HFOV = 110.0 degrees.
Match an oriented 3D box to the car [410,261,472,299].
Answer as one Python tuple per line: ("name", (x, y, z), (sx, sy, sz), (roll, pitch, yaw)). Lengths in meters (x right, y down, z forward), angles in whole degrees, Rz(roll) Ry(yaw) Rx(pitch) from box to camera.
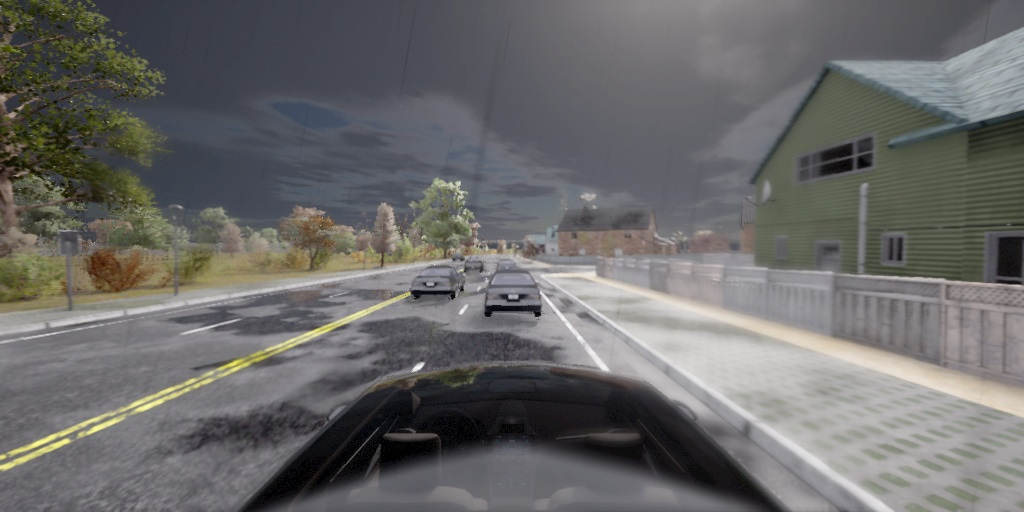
("car", (-3.310, 1.151, 16.858), (2.033, 1.411, 5.357), (0, 1, -1))

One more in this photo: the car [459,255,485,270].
("car", (-3.838, 0.891, 36.987), (2.128, 1.511, 4.902), (0, 1, -2))

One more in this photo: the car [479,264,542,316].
("car", (0.006, 1.189, 12.766), (2.033, 1.411, 5.357), (0, 1, -1))

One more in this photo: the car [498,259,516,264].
("car", (-0.434, 0.997, 31.844), (2.033, 1.411, 5.357), (0, 1, -2))
